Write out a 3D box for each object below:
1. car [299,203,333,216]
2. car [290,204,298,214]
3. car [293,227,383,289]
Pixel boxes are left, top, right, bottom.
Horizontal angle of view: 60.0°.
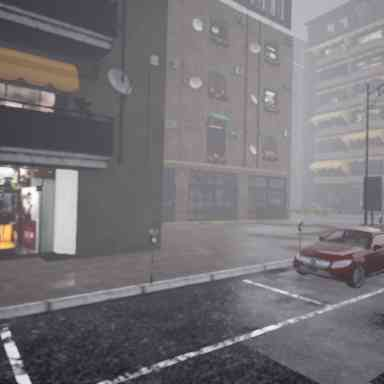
[{"bbox_3d":[14.474,2.054,40.067,1.752,1.417,4.829,2,-1,-36],"label":"car"},{"bbox_3d":[8.172,1.596,35.350,2.192,1.841,5.009,2,-1,-36],"label":"car"},{"bbox_3d":[4.684,1.679,9.457,4.206,1.307,1.802,1,1,-36],"label":"car"}]
